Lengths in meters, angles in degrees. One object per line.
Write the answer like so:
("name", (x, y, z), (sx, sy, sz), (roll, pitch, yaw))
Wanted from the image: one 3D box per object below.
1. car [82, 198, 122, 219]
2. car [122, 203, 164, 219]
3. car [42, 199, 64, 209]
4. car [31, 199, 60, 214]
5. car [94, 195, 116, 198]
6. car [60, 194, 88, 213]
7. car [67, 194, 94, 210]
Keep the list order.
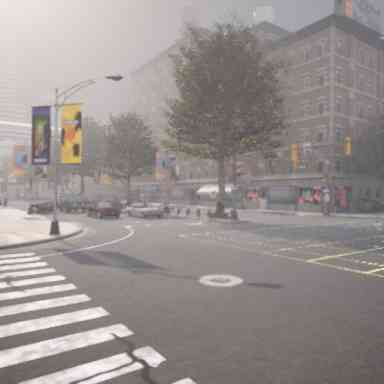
("car", (-8.305, 1.599, 30.979), (1.882, 1.535, 5.008), (1, 0, -35))
("car", (-4.553, 1.762, 31.729), (1.895, 1.301, 4.718), (1, 0, -35))
("car", (-19.888, 1.685, 47.448), (1.994, 1.385, 4.181), (1, 0, -35))
("car", (-16.657, 1.681, 37.358), (1.895, 1.301, 4.718), (1, 0, -35))
("car", (-10.176, 1.382, 39.716), (2.150, 2.045, 5.566), (1, 0, -35))
("car", (-14.063, 1.343, 39.153), (2.150, 2.045, 5.566), (1, -1, -35))
("car", (-16.295, 1.381, 48.428), (2.150, 2.045, 5.566), (1, 0, -35))
